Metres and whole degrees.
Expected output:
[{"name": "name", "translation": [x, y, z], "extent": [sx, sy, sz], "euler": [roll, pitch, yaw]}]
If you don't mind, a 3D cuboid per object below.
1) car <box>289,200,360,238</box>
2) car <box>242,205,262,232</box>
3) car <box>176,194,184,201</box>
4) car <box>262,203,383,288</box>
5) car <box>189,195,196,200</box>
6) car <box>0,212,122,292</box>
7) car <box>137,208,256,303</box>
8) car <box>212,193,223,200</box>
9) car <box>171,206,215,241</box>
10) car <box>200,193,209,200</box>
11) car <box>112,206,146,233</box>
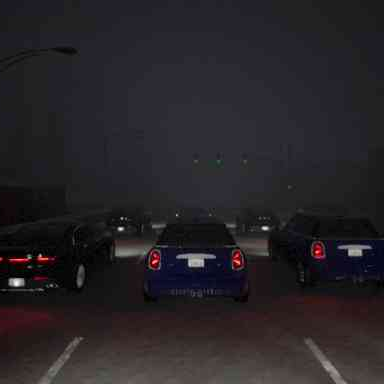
[{"name": "car", "translation": [7.084, 1.361, 18.368], "extent": [2.097, 1.767, 4.553], "euler": [0, 0, 0]}, {"name": "car", "translation": [3.587, 1.516, 18.660], "extent": [1.837, 1.490, 4.892], "euler": [0, 0, 1]}, {"name": "car", "translation": [-3.383, 1.518, 90.973], "extent": [1.882, 1.535, 5.008], "euler": [0, 0, 0]}, {"name": "car", "translation": [3.598, 1.357, 9.445], "extent": [2.097, 1.767, 4.553], "euler": [0, 0, 0]}, {"name": "car", "translation": [0.118, 1.565, 91.385], "extent": [1.812, 1.442, 4.674], "euler": [0, 0, 0]}, {"name": "car", "translation": [-3.403, 1.510, 8.895], "extent": [1.837, 1.490, 4.892], "euler": [0, 0, 0]}, {"name": "car", "translation": [0.093, 1.356, 8.391], "extent": [2.097, 1.767, 4.553], "euler": [0, 0, 0]}, {"name": "car", "translation": [7.117, 1.265, 90.990], "extent": [2.150, 2.045, 5.566], "euler": [0, 0, 0]}, {"name": "car", "translation": [0.083, 1.557, 18.038], "extent": [2.033, 1.411, 5.357], "euler": [0, 0, 0]}, {"name": "car", "translation": [3.617, 1.580, 90.964], "extent": [2.033, 1.411, 5.357], "euler": [0, 0, 0]}, {"name": "car", "translation": [-3.414, 1.516, 18.443], "extent": [1.837, 1.490, 4.892], "euler": [0, 0, 1]}]
